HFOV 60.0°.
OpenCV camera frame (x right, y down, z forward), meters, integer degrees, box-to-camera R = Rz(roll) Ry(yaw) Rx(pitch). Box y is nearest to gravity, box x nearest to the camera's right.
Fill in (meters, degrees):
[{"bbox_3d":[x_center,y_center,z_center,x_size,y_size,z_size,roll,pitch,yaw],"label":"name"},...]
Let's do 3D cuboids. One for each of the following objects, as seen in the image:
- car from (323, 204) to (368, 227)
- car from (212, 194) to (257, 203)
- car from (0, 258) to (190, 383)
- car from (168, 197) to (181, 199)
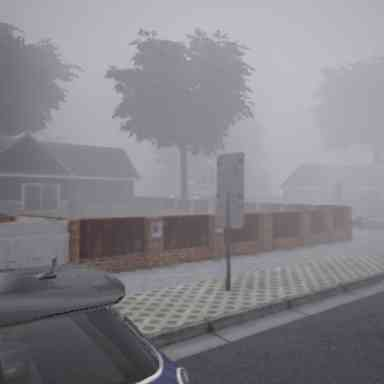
[{"bbox_3d":[9.799,1.619,23.298,1.812,1.442,4.674,1,0,-36],"label":"car"},{"bbox_3d":[4.069,1.200,31.336,2.150,2.045,5.566,1,0,-36],"label":"car"},{"bbox_3d":[-2.149,1.342,1.541,4.553,1.767,2.097,1,0,-35],"label":"car"},{"bbox_3d":[-1.881,1.350,39.733,2.128,1.511,4.902,1,0,-35],"label":"car"}]
